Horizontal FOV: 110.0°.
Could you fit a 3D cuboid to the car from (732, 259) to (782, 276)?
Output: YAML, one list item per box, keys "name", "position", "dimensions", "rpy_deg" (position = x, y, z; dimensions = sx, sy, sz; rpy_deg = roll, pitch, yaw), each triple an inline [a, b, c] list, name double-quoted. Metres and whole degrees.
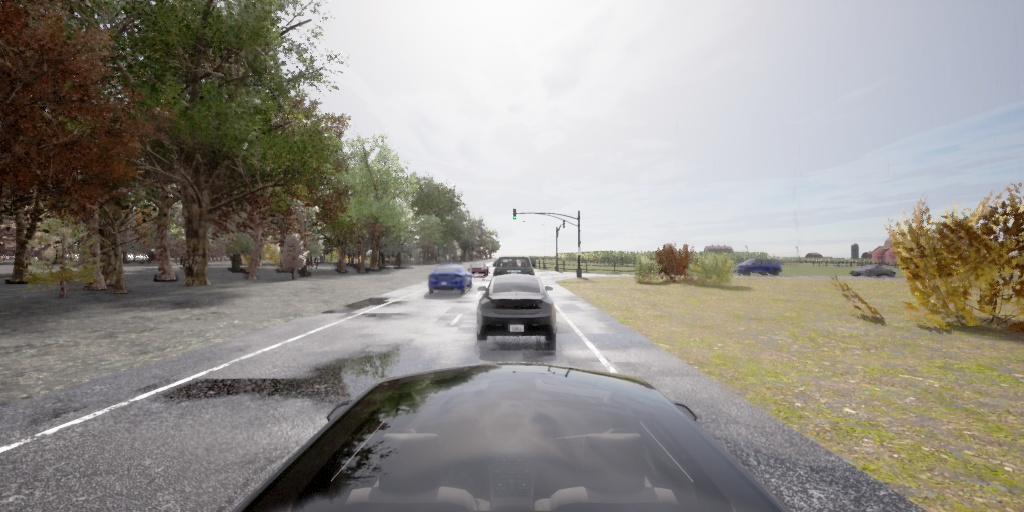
- name: "car"
  position: [29.133, 1.350, 42.912]
  dimensions: [5.566, 2.045, 2.150]
  rpy_deg: [1, -1, 0]

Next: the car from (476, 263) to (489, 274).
- name: "car"
  position: [-3.406, 1.358, 36.946]
  dimensions: [1.895, 1.301, 4.718]
  rpy_deg: [0, 0, 0]

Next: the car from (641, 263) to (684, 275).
- name: "car"
  position: [17.979, 1.509, 42.976]
  dimensions: [4.892, 1.490, 1.837]
  rpy_deg: [1, -1, 1]

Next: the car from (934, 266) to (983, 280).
- name: "car"
  position: [48.925, 1.807, 39.221]
  dimensions: [4.674, 1.442, 1.812]
  rpy_deg: [1, -1, 0]

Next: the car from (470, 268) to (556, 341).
- name: "car"
  position: [0.099, 1.257, 9.881]
  dimensions: [1.837, 1.490, 4.892]
  rpy_deg: [0, 0, 0]

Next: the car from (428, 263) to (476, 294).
- name: "car"
  position: [-3.399, 1.232, 20.433]
  dimensions: [1.882, 1.535, 5.008]
  rpy_deg: [0, 0, 0]

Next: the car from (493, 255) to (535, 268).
- name: "car"
  position: [0.099, 0.977, 19.874]
  dimensions: [2.150, 2.045, 5.566]
  rpy_deg: [0, 0, 0]

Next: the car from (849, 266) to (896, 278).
- name: "car"
  position: [42.973, 1.841, 42.825]
  dimensions: [4.181, 1.385, 1.994]
  rpy_deg: [1, -1, 1]
